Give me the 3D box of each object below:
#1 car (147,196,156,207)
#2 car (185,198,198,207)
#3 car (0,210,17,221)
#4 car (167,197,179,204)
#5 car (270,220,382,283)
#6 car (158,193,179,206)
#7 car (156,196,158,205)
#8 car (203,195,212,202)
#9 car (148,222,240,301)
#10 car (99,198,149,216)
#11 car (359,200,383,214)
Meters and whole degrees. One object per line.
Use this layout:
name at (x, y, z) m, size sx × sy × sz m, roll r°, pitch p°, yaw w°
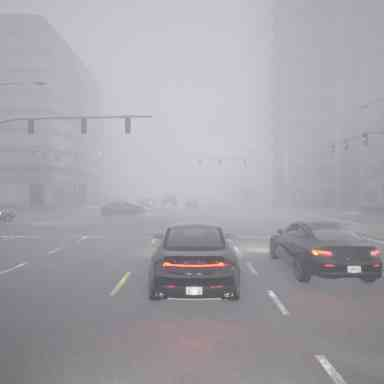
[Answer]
car at (-7.105, 1.547, 50.077) m, size 2.033 × 1.411 × 5.357 m, roll 0°, pitch 0°, yaw 0°
car at (-0.019, 1.563, 52.805) m, size 1.994 × 1.385 × 4.181 m, roll 0°, pitch 0°, yaw 1°
car at (-15.645, 1.600, 24.746) m, size 4.718 × 1.301 × 1.895 m, roll 0°, pitch 0°, yaw 7°
car at (-3.558, 1.600, 63.291) m, size 1.895 × 1.301 × 4.718 m, roll 0°, pitch 0°, yaw 1°
car at (3.562, 1.526, 9.576) m, size 1.812 × 1.442 × 4.674 m, roll 0°, pitch 0°, yaw 0°
car at (-3.610, 1.221, 53.318) m, size 2.150 × 2.045 × 5.566 m, roll 0°, pitch 0°, yaw 1°
car at (-7.078, 1.477, 59.900) m, size 1.882 × 1.535 × 5.008 m, roll 0°, pitch 0°, yaw 0°
car at (3.494, 1.499, 74.673) m, size 1.837 × 1.490 × 4.892 m, roll 0°, pitch 0°, yaw 0°
car at (0.057, 1.505, 8.320) m, size 1.837 × 1.490 × 4.892 m, roll 0°, pitch 0°, yaw 0°
car at (-6.720, 1.563, 31.947) m, size 4.181 × 1.385 × 1.994 m, roll 0°, pitch 0°, yaw -29°
car at (20.841, 1.547, 35.441) m, size 5.357 × 1.411 × 2.033 m, roll 0°, pitch 0°, yaw 1°
